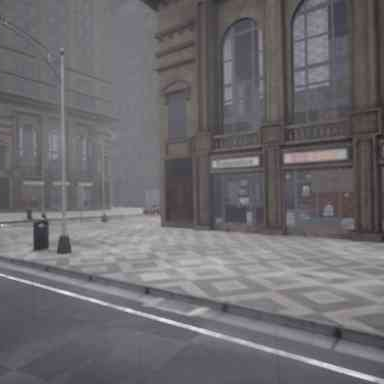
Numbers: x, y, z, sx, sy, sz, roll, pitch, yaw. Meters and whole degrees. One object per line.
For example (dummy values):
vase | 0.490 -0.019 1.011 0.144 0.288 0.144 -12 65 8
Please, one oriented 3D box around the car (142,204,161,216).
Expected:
car | -4.296 2.275 43.260 1.882 1.535 5.008 -1 0 36
